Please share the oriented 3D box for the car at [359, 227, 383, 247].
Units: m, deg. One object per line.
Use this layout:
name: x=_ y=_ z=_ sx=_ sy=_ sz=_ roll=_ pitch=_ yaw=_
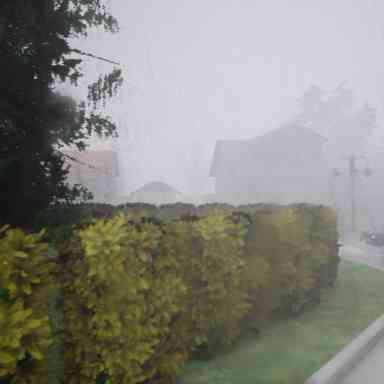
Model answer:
car: x=10.120 y=1.747 z=13.983 sx=5.357 sy=1.411 sz=2.033 roll=-1 pitch=-1 yaw=11
